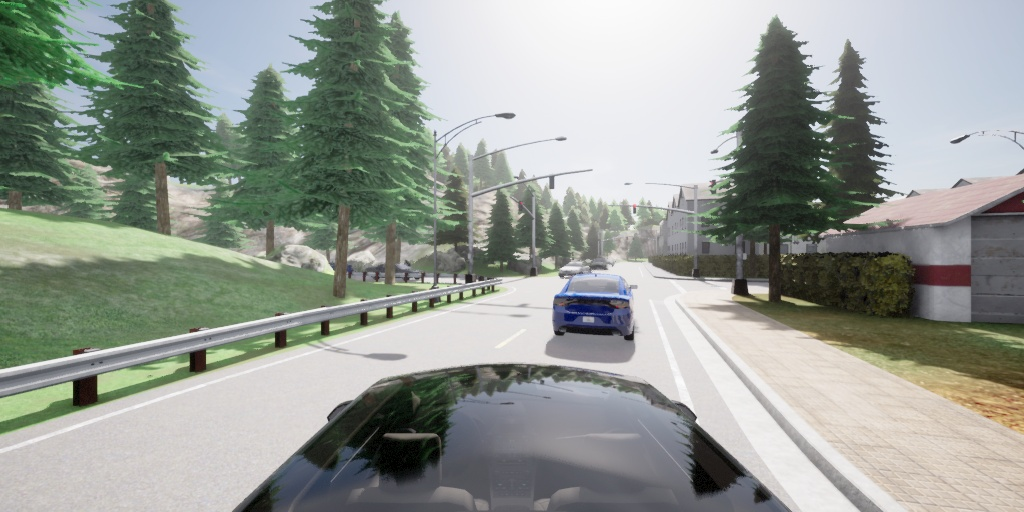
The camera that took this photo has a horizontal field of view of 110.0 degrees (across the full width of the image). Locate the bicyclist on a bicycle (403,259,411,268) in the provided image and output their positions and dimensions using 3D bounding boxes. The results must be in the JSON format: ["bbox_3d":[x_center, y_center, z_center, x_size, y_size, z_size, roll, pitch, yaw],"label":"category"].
[{"bbox_3d":[-11.150,1.167,38.207,0.582,1.620,1.656,-2,5,18],"label":"bicyclist on a bicycle"}]

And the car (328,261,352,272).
[{"bbox_3d":[-19.038,1.243,37.301,5.008,1.535,1.882,0,0,19],"label":"car"}]

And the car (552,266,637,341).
[{"bbox_3d":[2.449,1.228,10.126,1.882,1.535,5.008,0,0,19],"label":"car"}]

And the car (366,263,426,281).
[{"bbox_3d":[-9.879,1.313,30.363,5.357,1.411,2.033,0,0,20],"label":"car"}]

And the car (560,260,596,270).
[{"bbox_3d":[5.895,1.277,33.094,1.812,1.442,4.674,0,0,30],"label":"car"}]

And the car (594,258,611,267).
[{"bbox_3d":[12.091,1.101,49.555,2.097,1.767,4.553,0,0,19],"label":"car"}]
